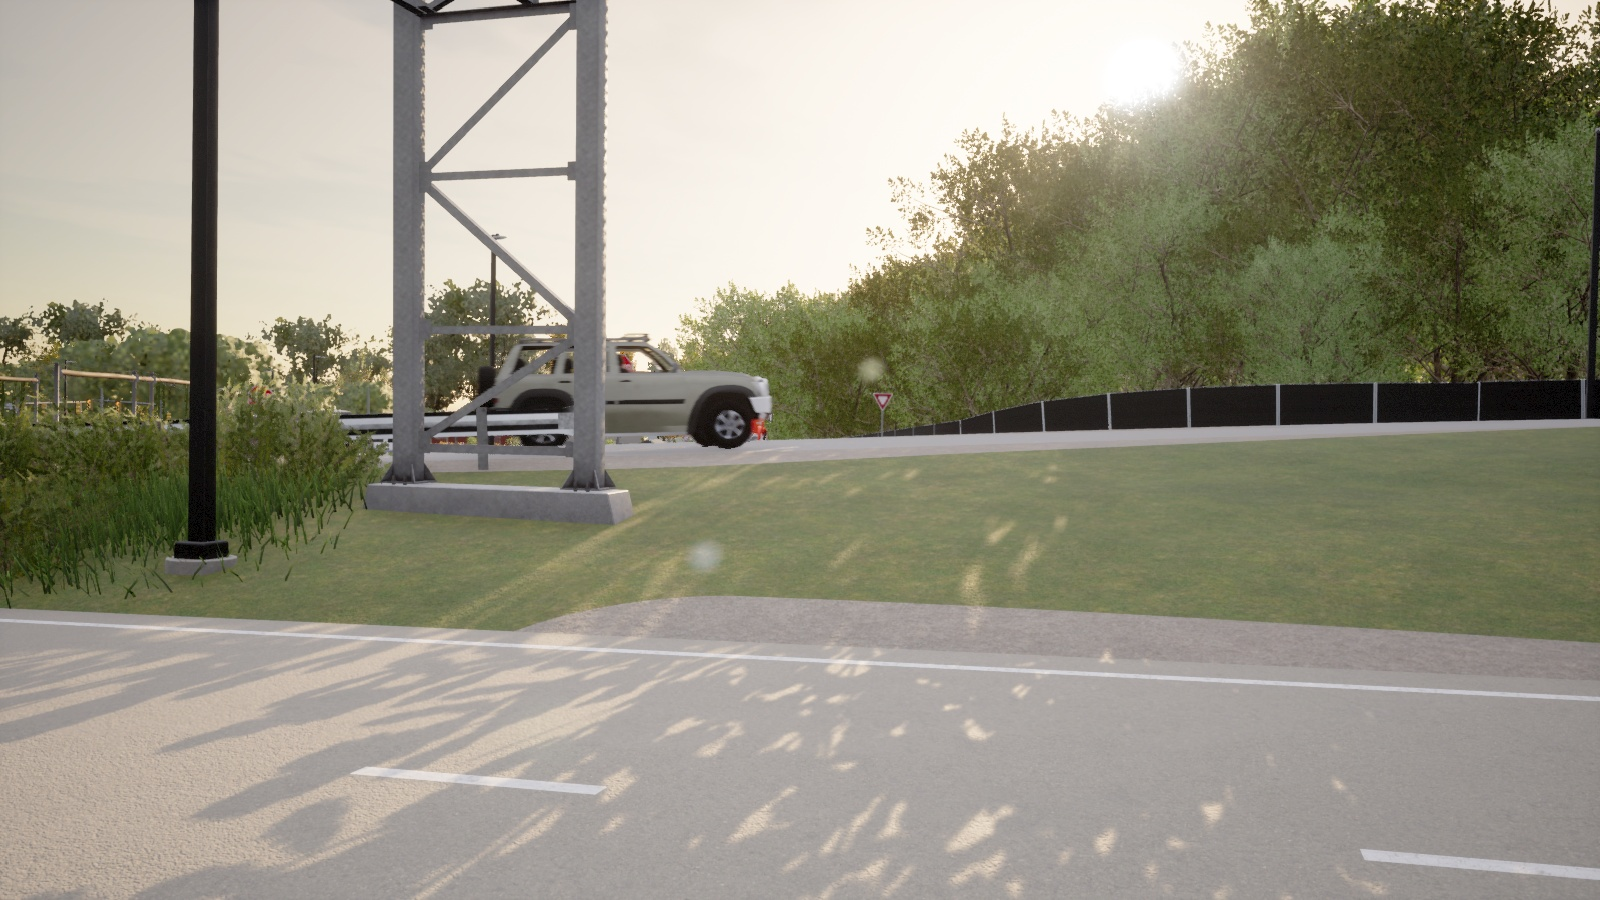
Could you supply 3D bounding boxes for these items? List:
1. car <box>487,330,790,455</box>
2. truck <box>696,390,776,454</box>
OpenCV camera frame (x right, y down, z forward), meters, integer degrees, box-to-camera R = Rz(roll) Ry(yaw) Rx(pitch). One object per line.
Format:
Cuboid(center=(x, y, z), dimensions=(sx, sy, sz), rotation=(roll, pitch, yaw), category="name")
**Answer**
Cuboid(center=(-2.635, -0.929, 20.201), dimensions=(4.605, 1.855, 1.932), rotation=(-1, 2, -14), category="car")
Cuboid(center=(-2.689, -1.137, 54.301), dimensions=(2.627, 2.467, 5.204), rotation=(2, -1, 6), category="truck")
